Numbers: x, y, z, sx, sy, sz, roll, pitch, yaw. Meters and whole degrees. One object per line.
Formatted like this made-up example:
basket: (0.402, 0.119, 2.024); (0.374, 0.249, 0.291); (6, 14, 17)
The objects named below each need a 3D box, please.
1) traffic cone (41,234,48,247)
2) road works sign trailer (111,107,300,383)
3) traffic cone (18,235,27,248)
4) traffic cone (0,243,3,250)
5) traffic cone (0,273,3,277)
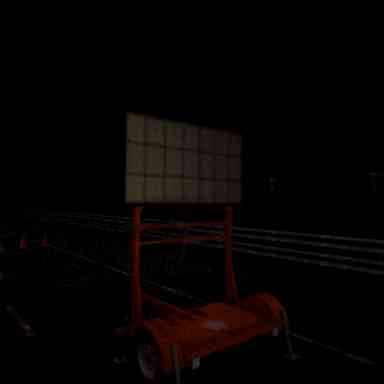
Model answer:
traffic cone: (-7.210, 2.364, 16.312); (0.340, 0.580, 0.340); (2, -2, -39)
road works sign trailer: (-0.170, 0.624, 5.316); (2.380, 3.560, 2.880); (2, -2, -39)
traffic cone: (-7.986, 2.338, 15.682); (0.340, 0.580, 0.340); (2, -2, -39)
traffic cone: (-8.762, 2.313, 15.052); (0.340, 0.580, 0.340); (2, -2, -39)
traffic cone: (-5.753, 2.190, 9.767); (0.340, 0.580, 0.340); (2, -2, -39)
